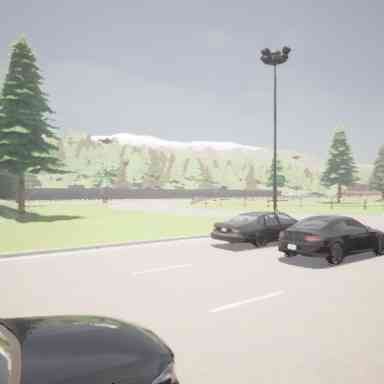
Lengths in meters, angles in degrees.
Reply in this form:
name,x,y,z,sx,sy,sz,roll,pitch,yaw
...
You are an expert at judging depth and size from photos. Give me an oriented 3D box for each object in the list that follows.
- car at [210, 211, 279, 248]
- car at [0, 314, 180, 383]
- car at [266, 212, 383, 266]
name,x,y,z,sx,sy,sz,roll,pitch,yaw
car,3.320,1.547,14.716,5.357,1.411,2.033,0,0,-35
car,-2.244,1.526,2.145,4.674,1.442,1.812,0,0,-35
car,4.954,1.525,11.585,4.674,1.442,1.812,0,0,-35
